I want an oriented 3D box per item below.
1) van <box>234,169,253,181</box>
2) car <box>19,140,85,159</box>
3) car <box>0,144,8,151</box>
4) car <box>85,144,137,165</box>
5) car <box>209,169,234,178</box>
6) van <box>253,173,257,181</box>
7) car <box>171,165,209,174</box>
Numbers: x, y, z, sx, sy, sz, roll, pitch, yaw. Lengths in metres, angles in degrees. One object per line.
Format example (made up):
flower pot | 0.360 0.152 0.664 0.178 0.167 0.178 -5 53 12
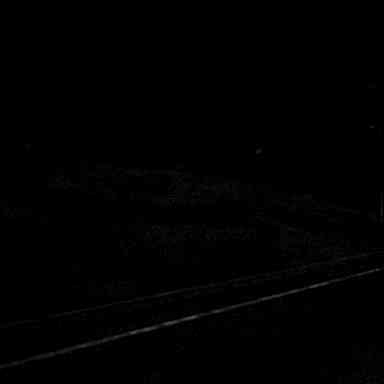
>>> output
van | 6.599 -2.221 48.385 1.878 1.987 4.442 1 -2 39
car | -11.739 -3.305 27.437 2.185 1.767 4.553 0 -2 45
car | -15.703 -3.352 23.429 4.892 1.521 2.231 2 -1 -44
car | -7.867 -3.236 31.499 2.435 2.045 5.566 0 -2 44
car | 3.014 -2.240 43.983 2.002 1.452 4.674 1 -2 40
van | 9.980 -1.921 52.762 1.878 1.987 4.442 1 -3 38
car | -0.544 -2.497 39.741 2.002 1.452 4.674 1 -2 41
